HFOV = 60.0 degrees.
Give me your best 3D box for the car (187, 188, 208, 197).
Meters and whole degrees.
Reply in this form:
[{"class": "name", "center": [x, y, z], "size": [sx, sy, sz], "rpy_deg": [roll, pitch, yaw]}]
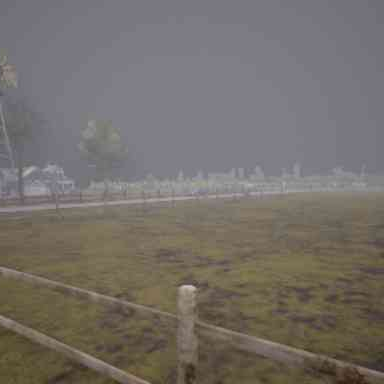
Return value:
[{"class": "car", "center": [0.965, 0.159, 59.179], "size": [1.837, 1.490, 4.892], "rpy_deg": [-1, 1, 35]}]
